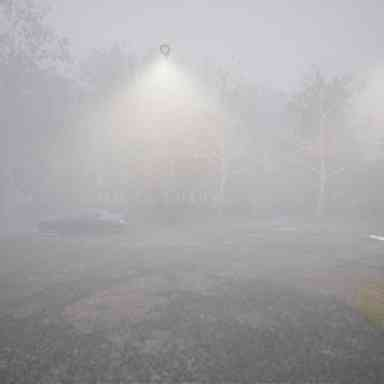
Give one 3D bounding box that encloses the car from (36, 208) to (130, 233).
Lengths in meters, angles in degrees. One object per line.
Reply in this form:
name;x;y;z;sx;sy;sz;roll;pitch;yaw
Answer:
car;-6.601;1.716;20.496;5.357;1.411;2.033;0;0;0
